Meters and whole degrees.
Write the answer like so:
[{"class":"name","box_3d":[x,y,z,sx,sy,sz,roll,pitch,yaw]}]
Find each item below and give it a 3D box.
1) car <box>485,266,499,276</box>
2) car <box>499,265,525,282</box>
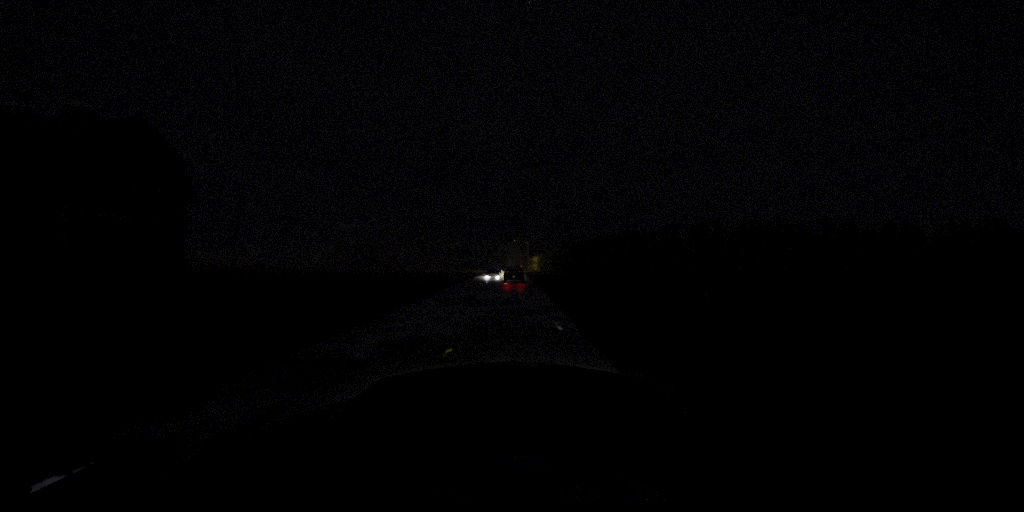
[{"class":"car","box_3d":[-2.728,2.094,51.015,1.895,1.301,4.718,0,-1,0]},{"class":"car","box_3d":[0.167,1.644,33.563,2.128,1.511,4.902,0,-1,0]}]
